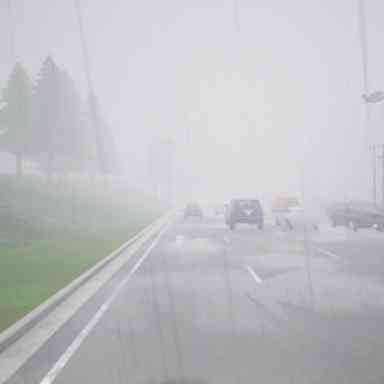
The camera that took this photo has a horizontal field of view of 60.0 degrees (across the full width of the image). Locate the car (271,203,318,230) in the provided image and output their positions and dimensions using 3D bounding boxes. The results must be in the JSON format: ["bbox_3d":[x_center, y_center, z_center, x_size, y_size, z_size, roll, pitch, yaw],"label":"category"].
[{"bbox_3d":[7.093,1.731,22.768,1.812,1.442,4.674,0,0,0],"label":"car"}]

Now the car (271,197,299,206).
[{"bbox_3d":[10.583,1.565,37.816,2.150,2.045,5.566,0,0,0],"label":"car"}]

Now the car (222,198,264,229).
[{"bbox_3d":[3.554,1.434,23.287,2.150,2.045,5.566,0,0,1],"label":"car"}]

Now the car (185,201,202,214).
[{"bbox_3d":[0.087,1.936,43.111,2.033,1.411,5.357,0,0,-2],"label":"car"}]

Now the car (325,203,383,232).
[{"bbox_3d":[10.598,1.701,21.642,1.837,1.490,4.892,0,0,0],"label":"car"}]

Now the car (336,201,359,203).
[{"bbox_3d":[14.095,1.630,30.843,2.097,1.767,4.553,0,-1,0],"label":"car"}]

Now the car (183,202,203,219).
[{"bbox_3d":[0.104,1.837,32.068,2.033,1.411,5.357,0,0,0],"label":"car"}]

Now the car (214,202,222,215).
[{"bbox_3d":[3.566,1.872,38.459,1.812,1.442,4.674,0,0,0],"label":"car"}]

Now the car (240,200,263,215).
[{"bbox_3d":[7.081,1.837,39.906,1.882,1.535,5.008,0,0,0],"label":"car"}]
